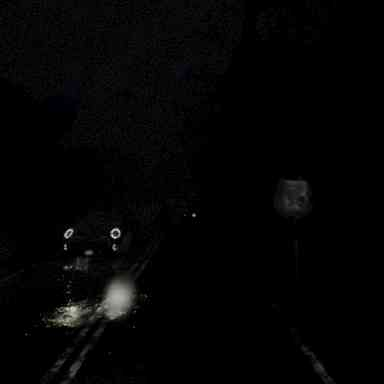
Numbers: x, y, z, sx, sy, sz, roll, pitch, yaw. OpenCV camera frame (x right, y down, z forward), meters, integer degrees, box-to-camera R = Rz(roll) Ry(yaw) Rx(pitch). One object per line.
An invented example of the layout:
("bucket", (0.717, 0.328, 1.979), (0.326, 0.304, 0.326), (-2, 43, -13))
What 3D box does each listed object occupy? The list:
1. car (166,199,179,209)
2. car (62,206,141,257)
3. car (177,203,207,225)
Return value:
("car", (-3.169, 1.942, 54.395), (1.882, 1.535, 5.008), (0, -1, 1))
("car", (-3.336, 1.390, 13.017), (2.097, 1.767, 4.553), (0, 0, 0))
("car", (0.143, 1.694, 25.618), (2.033, 1.411, 5.357), (0, -1, 0))
